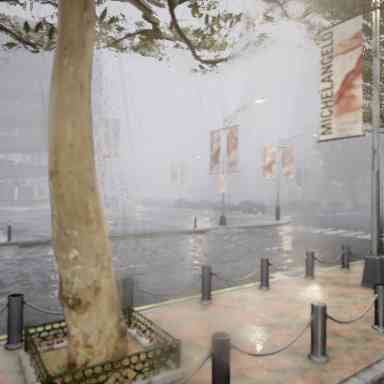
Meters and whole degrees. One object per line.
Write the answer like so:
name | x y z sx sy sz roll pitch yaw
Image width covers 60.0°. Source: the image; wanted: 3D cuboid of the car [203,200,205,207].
car | 2.863 1.946 55.055 2.033 1.411 5.357 1 0 -36

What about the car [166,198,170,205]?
car | -3.730 1.868 63.173 1.882 1.535 5.008 1 -1 -44

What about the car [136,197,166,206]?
car | -7.628 1.851 62.033 4.892 1.490 1.837 0 -1 42

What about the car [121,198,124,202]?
car | -18.852 1.802 80.176 4.892 1.490 1.837 0 0 12

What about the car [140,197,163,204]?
car | -9.258 1.953 76.365 4.902 1.511 2.128 0 0 26

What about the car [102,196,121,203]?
car | -19.813 1.757 76.811 5.008 1.535 1.882 0 0 12

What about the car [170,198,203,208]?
car | -0.933 1.835 54.271 1.882 1.535 5.008 1 0 -37

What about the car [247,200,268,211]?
car | 8.515 1.903 47.115 1.837 1.490 4.892 1 0 -36

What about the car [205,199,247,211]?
car | 4.670 1.905 46.513 2.033 1.411 5.357 1 0 -35
